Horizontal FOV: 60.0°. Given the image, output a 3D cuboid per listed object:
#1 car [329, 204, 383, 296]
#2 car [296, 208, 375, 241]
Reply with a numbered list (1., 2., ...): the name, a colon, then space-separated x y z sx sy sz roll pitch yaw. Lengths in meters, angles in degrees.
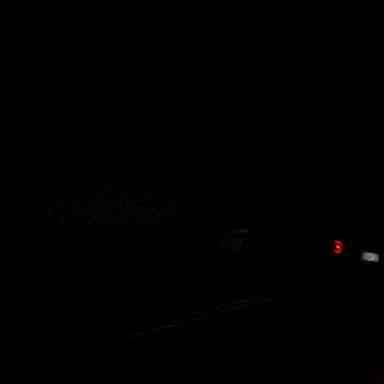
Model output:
1. car: 5.451 1.303 7.648 5.566 2.045 2.150 1 0 -36
2. car: 7.991 1.683 18.316 4.674 1.442 1.812 1 0 -36
